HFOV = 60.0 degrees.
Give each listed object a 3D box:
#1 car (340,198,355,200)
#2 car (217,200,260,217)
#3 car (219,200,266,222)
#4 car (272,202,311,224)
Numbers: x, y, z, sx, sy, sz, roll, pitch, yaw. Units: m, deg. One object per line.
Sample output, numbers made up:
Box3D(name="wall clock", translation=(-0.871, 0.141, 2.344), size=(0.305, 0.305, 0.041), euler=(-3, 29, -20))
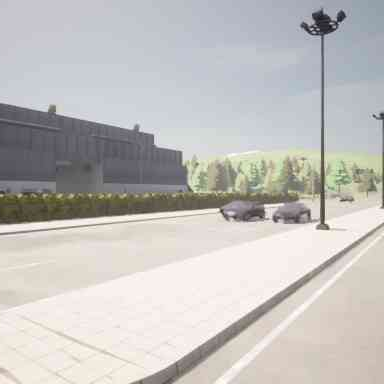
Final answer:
Box3D(name="car", translation=(28.088, 1.257, 60.015), size=(2.033, 1.411, 5.357), euler=(0, 0, 35))
Box3D(name="car", translation=(4.719, 1.547, 33.114), size=(2.033, 1.411, 5.357), euler=(0, 0, 35))
Box3D(name="car", translation=(4.248, 1.491, 26.408), size=(2.128, 1.511, 4.902), euler=(0, 0, 35))
Box3D(name="car", translation=(7.643, 1.525, 25.143), size=(1.812, 1.442, 4.674), euler=(0, 0, 35))
